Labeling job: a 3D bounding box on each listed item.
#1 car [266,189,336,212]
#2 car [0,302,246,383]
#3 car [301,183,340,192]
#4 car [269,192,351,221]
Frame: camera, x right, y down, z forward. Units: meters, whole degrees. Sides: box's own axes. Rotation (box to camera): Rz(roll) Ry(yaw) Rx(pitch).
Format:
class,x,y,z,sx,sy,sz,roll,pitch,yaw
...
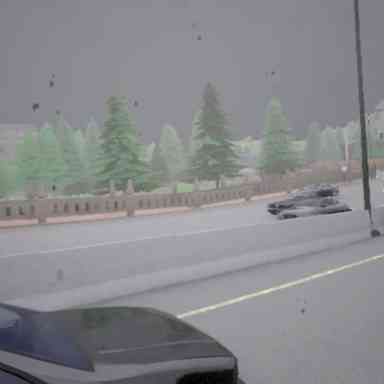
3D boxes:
class,x,y,z,sx,sy,sz,roll,pitch,yaw
car,7.099,0.774,21.955,4.718,1.301,1.895,-6,3,-35
car,-2.101,1.549,2.247,5.357,1.411,2.033,0,0,-35
car,10.845,-0.007,28.917,4.902,1.511,2.128,-8,4,-35
car,6.309,0.993,17.090,4.181,1.385,1.994,-5,3,-35
